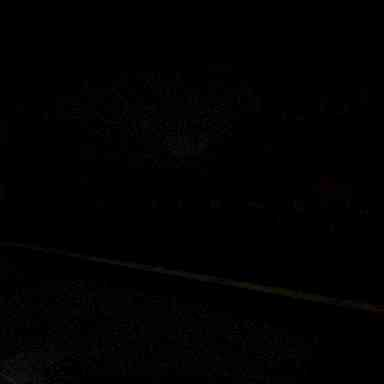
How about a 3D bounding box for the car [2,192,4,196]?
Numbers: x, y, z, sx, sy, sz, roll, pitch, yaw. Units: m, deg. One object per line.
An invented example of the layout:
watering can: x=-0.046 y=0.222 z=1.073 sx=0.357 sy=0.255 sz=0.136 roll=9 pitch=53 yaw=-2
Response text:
car: x=-42.144 y=0.972 z=76.312 sx=3.866 sy=1.878 sz=1.905 roll=0 pitch=0 yaw=36
